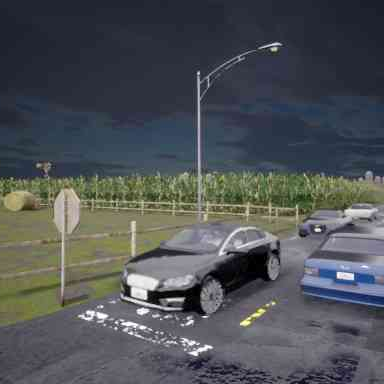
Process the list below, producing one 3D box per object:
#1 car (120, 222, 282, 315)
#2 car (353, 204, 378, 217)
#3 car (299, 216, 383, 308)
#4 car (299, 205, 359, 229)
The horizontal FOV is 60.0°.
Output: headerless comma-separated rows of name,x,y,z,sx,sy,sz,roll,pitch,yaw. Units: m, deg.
car,0.518,1.516,7.820,2.128,1.511,4.902,-1,0,36
car,13.358,1.613,26.240,1.895,1.301,4.718,-1,0,35
car,4.172,1.548,8.011,2.033,1.411,5.357,-1,0,35
car,6.946,1.584,17.007,1.994,1.385,4.181,-1,0,35
